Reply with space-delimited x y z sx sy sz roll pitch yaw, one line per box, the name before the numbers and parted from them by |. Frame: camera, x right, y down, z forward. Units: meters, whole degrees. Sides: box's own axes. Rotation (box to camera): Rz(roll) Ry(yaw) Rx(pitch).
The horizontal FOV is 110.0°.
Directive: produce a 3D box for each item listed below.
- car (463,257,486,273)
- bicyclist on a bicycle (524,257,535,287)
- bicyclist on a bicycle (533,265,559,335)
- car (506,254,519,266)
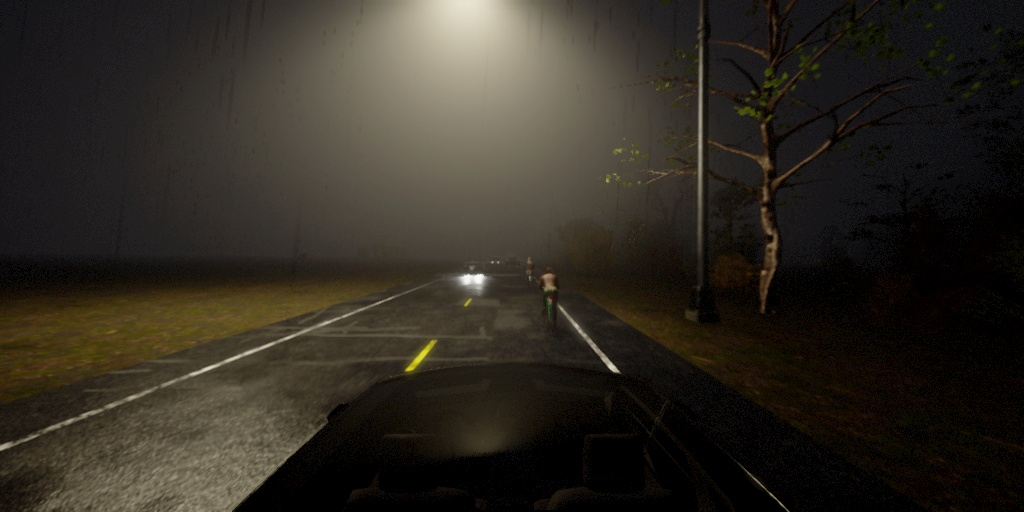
car | -3.589 0.854 34.907 2.128 1.511 4.902 0 1 0
bicyclist on a bicycle | 0.960 0.910 19.727 0.659 1.776 1.843 0 1 0
bicyclist on a bicycle | 0.962 1.115 9.201 0.582 1.620 1.656 0 0 0
car | 0.088 0.713 53.316 1.994 1.385 4.181 0 1 0
